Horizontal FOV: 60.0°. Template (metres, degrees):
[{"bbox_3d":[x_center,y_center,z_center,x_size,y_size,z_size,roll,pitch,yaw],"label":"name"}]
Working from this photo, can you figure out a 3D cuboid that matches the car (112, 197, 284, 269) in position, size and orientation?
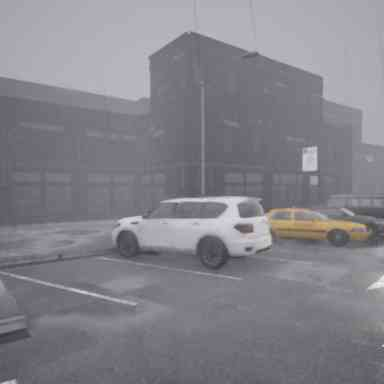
[{"bbox_3d":[-0.155,1.192,11.128,5.566,2.045,2.435,-1,0,33],"label":"car"}]

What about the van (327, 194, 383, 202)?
[{"bbox_3d":[9.416,1.121,18.354,4.442,1.987,1.878,-1,0,33],"label":"van"}]

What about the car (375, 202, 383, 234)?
[{"bbox_3d":[7.106,1.409,16.507,4.674,1.452,2.002,-1,-1,33],"label":"car"}]

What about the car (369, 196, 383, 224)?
[{"bbox_3d":[14.323,1.170,21.892,4.553,1.767,2.185,-1,-1,33],"label":"car"}]

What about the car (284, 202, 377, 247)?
[{"bbox_3d":[4.853,1.387,14.608,5.366,1.575,1.946,-1,-1,33],"label":"car"}]

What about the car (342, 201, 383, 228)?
[{"bbox_3d":[11.935,1.320,20.072,5.008,1.535,2.097,-1,0,33],"label":"car"}]
